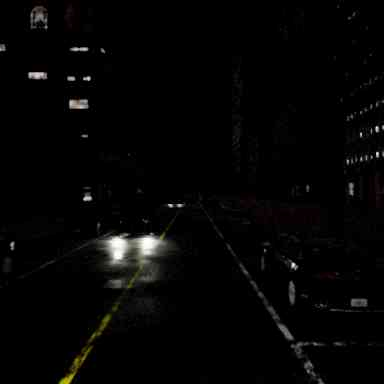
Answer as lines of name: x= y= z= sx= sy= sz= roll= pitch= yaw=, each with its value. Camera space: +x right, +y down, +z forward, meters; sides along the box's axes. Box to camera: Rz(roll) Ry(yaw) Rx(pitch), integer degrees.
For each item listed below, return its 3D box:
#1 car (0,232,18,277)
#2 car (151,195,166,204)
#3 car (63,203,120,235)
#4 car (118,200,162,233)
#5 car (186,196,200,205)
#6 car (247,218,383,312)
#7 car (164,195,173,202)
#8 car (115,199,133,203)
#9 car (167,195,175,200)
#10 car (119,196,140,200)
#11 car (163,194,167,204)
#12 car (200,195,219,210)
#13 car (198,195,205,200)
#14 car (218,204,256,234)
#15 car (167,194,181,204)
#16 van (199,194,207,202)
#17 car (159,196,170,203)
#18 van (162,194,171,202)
car: x=-5.680 y=1.548 z=7.545 sx=2.008 sy=1.369 sz=4.403 roll=1 pitch=0 yaw=0
car: x=-5.685 y=1.537 z=52.102 sx=1.887 sy=1.381 sz=4.507 roll=1 pitch=0 yaw=0
car: x=-5.681 y=1.561 z=18.685 sx=1.947 sy=1.339 sz=4.313 roll=1 pitch=0 yaw=0
car: x=-3.103 y=1.472 z=19.796 sx=1.882 sy=1.535 sz=5.008 roll=0 pitch=0 yaw=0
car: x=-0.006 y=1.470 z=59.710 sx=1.882 sy=1.535 sz=5.008 roll=0 pitch=0 yaw=0
car: x=2.700 y=1.549 z=7.545 sx=2.008 sy=1.369 sz=4.403 roll=1 pitch=0 yaw=0
car: x=-5.687 y=1.520 z=79.781 sx=1.752 sy=1.417 sz=4.829 roll=1 pitch=0 yaw=0
car: x=-5.681 y=1.519 z=24.084 sx=1.752 sy=1.417 sz=4.829 roll=1 pitch=0 yaw=0
car: x=-5.689 y=1.547 z=91.089 sx=2.008 sy=1.369 sz=4.403 roll=1 pitch=0 yaw=0
car: x=-5.678 y=1.308 z=29.825 sx=2.192 sy=1.841 sz=5.009 roll=1 pitch=0 yaw=0
car: x=-5.686 y=1.558 z=63.242 sx=1.947 sy=1.339 sz=4.313 roll=1 pitch=0 yaw=0
car: x=2.356 y=1.470 z=42.647 sx=1.882 sy=1.535 sz=5.008 roll=0 pitch=0 yaw=0
car: x=2.691 y=1.578 z=91.089 sx=1.802 sy=1.307 sz=4.206 roll=1 pitch=0 yaw=0
car: x=2.699 y=1.521 z=18.855 sx=1.752 sy=1.417 sz=4.829 roll=1 pitch=0 yaw=0
car: x=-3.048 y=1.470 z=61.253 sx=1.882 sy=1.535 sz=5.008 roll=0 pitch=0 yaw=1
van: x=2.696 y=1.336 z=79.951 sx=1.690 sy=1.788 sz=3.998 roll=1 pitch=0 yaw=0
car: x=-5.687 y=1.544 z=68.811 sx=2.008 sy=1.369 sz=4.403 roll=1 pitch=0 yaw=0
van: x=-5.684 y=1.335 z=74.382 sx=1.690 sy=1.788 sz=3.998 roll=1 pitch=0 yaw=0
